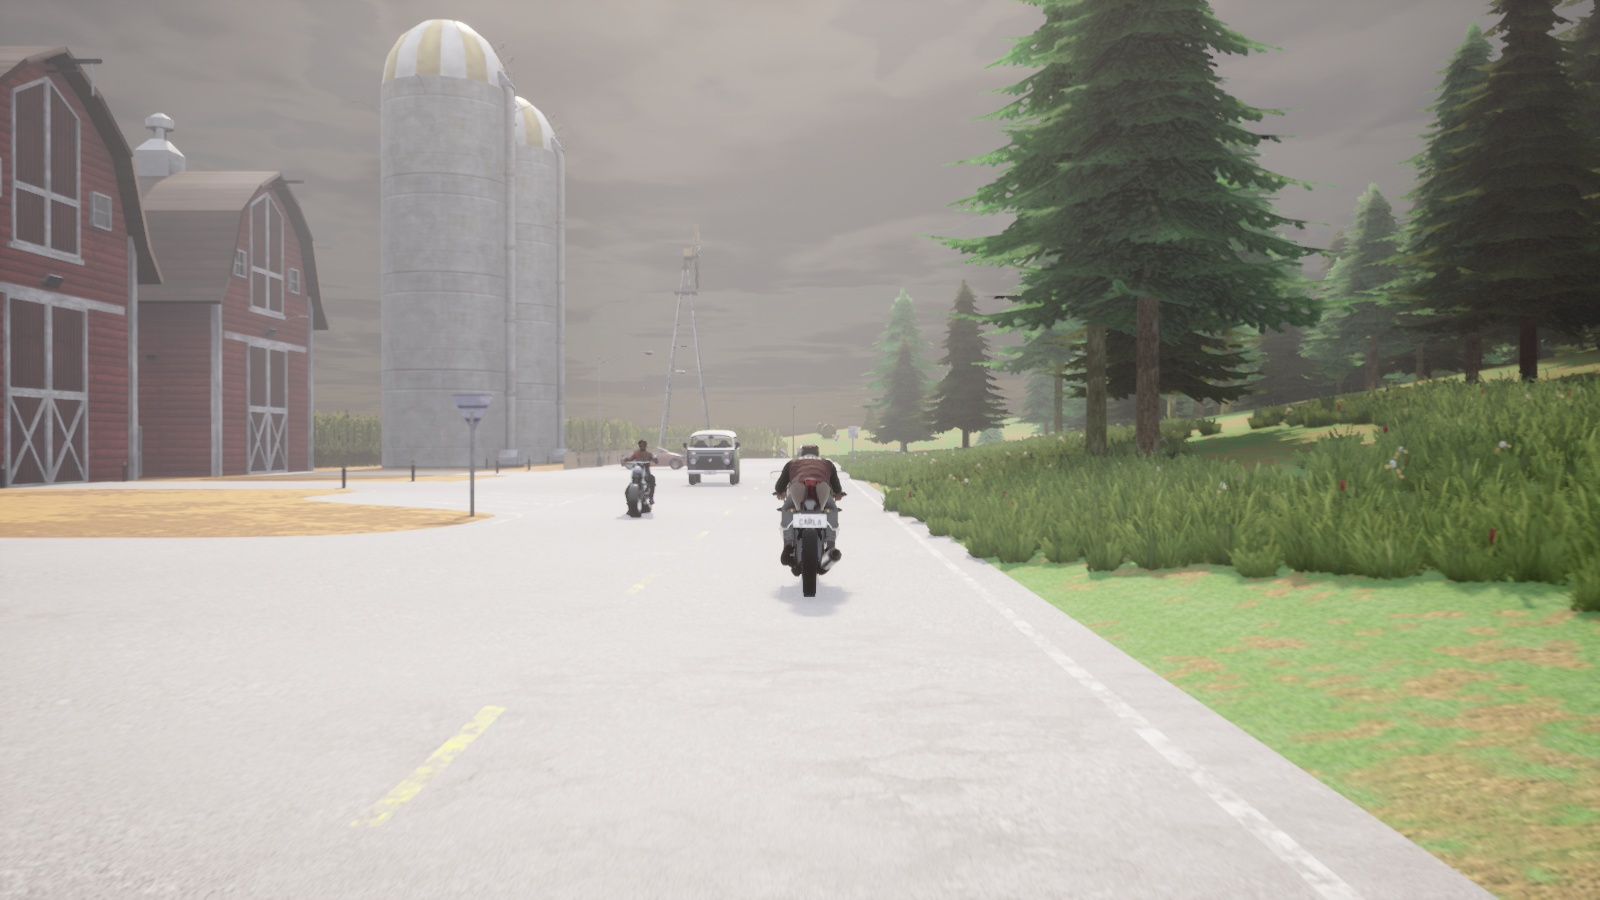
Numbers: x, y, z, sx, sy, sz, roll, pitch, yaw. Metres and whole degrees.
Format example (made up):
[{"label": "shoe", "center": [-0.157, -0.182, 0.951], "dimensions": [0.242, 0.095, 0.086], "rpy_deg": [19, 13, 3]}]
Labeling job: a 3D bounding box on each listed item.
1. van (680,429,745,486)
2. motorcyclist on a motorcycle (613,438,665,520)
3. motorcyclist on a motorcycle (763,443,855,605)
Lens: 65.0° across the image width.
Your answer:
[{"label": "van", "center": [-3.216, 0.246, 47.002], "dimensions": [2.069, 2.038, 4.480], "rpy_deg": [0, 0, 0]}, {"label": "motorcyclist on a motorcycle", "center": [-3.338, 0.571, 26.289], "dimensions": [0.766, 1.649, 2.350], "rpy_deg": [0, 0, 0]}, {"label": "motorcyclist on a motorcycle", "center": [0.092, 0.704, 13.029], "dimensions": [0.866, 1.530, 2.191], "rpy_deg": [1, 0, 0]}]
